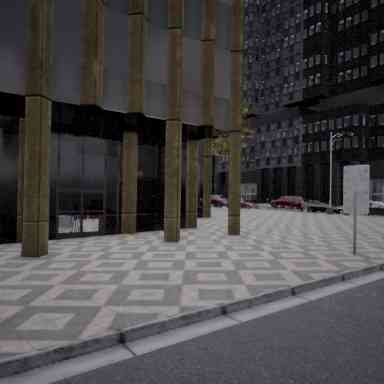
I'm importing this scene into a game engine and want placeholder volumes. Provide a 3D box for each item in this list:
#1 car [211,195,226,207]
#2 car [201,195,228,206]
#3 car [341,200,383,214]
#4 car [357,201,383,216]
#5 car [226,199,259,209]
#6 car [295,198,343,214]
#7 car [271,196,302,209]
[{"bbox_3d":[3.541,1.311,47.291,2.192,1.841,5.009,1,-1,-35],"label":"car"},{"bbox_3d":[4.102,1.511,61.221,2.192,1.841,5.009,1,-1,-35],"label":"car"},{"bbox_3d":[20.059,1.708,38.746,2.008,1.369,4.403,1,-1,-35],"label":"car"},{"bbox_3d":[16.307,1.517,29.309,2.008,1.369,4.403,1,-1,-35],"label":"car"},{"bbox_3d":[6.730,1.570,42.793,1.802,1.307,4.206,1,-1,-35],"label":"car"},{"bbox_3d":[13.115,1.539,33.804,1.947,1.339,4.313,1,-1,-35],"label":"car"},{"bbox_3d":[13.678,1.486,47.738,2.192,1.841,5.009,1,-1,-35],"label":"car"}]
